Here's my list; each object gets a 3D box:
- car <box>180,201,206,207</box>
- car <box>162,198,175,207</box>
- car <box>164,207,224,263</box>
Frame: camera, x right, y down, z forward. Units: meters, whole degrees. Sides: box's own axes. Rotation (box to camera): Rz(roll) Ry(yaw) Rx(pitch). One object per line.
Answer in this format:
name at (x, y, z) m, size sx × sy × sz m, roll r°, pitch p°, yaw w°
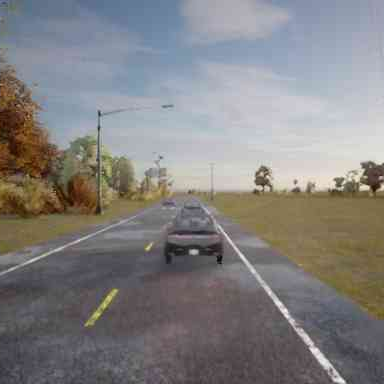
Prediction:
car at (0.068, 1.507, 27.062) m, size 2.128 × 1.511 × 4.902 m, roll 0°, pitch 0°, yaw 0°
car at (-3.573, 1.576, 51.357) m, size 2.033 × 1.411 × 5.357 m, roll 0°, pitch 0°, yaw 0°
car at (0.070, 1.498, 11.907) m, size 2.128 × 1.511 × 4.902 m, roll 0°, pitch 0°, yaw 0°
